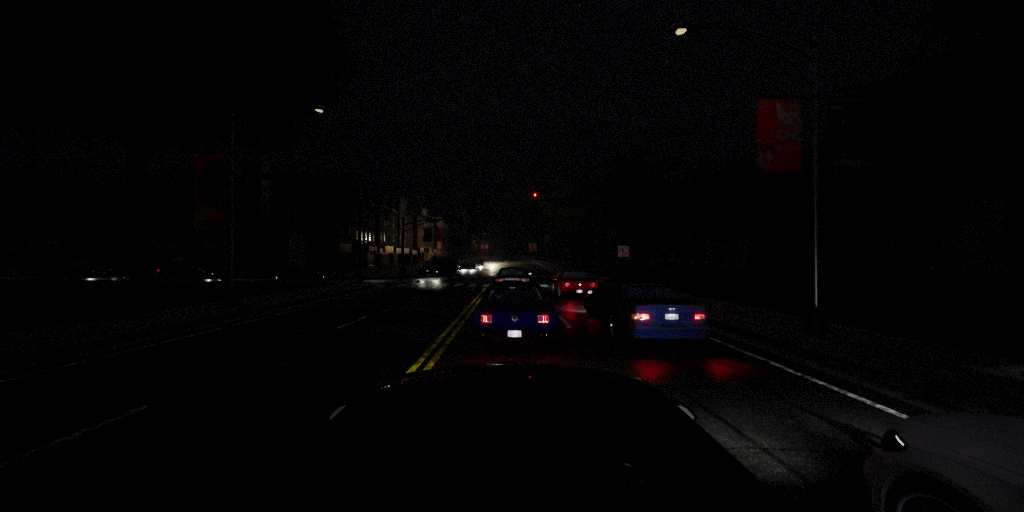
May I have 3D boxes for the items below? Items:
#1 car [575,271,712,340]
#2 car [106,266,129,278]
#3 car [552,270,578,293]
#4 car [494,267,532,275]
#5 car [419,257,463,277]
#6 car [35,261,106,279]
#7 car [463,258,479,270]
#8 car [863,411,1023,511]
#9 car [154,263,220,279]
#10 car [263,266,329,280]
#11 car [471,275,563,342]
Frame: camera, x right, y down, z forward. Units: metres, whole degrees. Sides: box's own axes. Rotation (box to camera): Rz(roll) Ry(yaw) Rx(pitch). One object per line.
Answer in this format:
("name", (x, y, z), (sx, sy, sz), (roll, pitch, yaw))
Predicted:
("car", (3.328, 1.322, 9.963), (2.033, 1.411, 5.357), (0, 0, 0))
("car", (-34.138, 1.291, 33.201), (4.181, 1.385, 1.994), (0, 0, 0))
("car", (3.296, 1.439, 19.606), (1.895, 1.301, 4.718), (0, 0, 0))
("car", (0.045, 1.313, 19.178), (1.882, 1.535, 5.008), (0, 0, 0))
("car", (-7.558, 1.110, 37.643), (2.150, 2.045, 5.566), (1, 0, 15))
("car", (-36.884, 1.164, 30.260), (5.008, 1.535, 1.882), (0, 0, 0))
("car", (-6.613, 1.364, 54.595), (1.994, 1.385, 4.181), (0, 0, 0))
("car", (3.344, 1.275, 0.487), (1.812, 1.442, 4.674), (0, 0, 0))
("car", (-27.260, 1.325, 30.248), (4.181, 1.385, 1.994), (0, 0, 0))
("car", (-18.098, 1.449, 30.251), (4.718, 1.301, 1.895), (1, 0, 0))
("car", (0.078, 1.374, 9.837), (1.895, 1.301, 4.718), (0, 0, 0))
